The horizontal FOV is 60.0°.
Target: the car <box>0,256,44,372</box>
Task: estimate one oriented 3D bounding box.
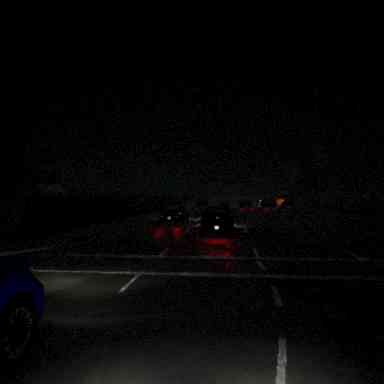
[{"bbox_3d":[-3.378,1.231,2.606,2.150,2.045,5.566,0,0,3],"label":"car"}]

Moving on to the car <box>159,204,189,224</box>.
[{"bbox_3d":[-1.350,1.639,25.613,1.812,1.442,4.674,0,0,6],"label":"car"}]

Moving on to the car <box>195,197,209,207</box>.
[{"bbox_3d":[1.742,1.597,55.109,2.097,1.767,4.553,0,0,6],"label":"car"}]

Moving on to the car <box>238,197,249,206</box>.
[{"bbox_3d":[9.549,1.761,62.246,1.882,1.535,5.008,0,0,6],"label":"car"}]

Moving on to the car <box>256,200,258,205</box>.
[{"bbox_3d":[13.029,1.775,61.869,2.128,1.511,4.902,0,0,6],"label":"car"}]

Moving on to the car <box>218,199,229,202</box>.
[{"bbox_3d":[5.128,1.807,53.919,1.994,1.385,4.181,0,0,6],"label":"car"}]

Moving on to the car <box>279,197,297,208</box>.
[{"bbox_3d":[15.693,1.798,53.955,2.033,1.411,5.357,0,0,6],"label":"car"}]

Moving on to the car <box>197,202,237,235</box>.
[{"bbox_3d":[1.538,1.594,19.668,1.837,1.490,4.892,0,0,6],"label":"car"}]

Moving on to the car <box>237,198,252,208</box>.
[{"bbox_3d":[8.563,1.720,53.129,1.882,1.535,5.008,0,0,6],"label":"car"}]

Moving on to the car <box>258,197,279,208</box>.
[{"bbox_3d":[12.043,1.720,52.753,1.882,1.535,5.008,0,0,6],"label":"car"}]

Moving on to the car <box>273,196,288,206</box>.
[{"bbox_3d":[16.653,1.642,62.821,2.097,1.767,4.553,0,0,6],"label":"car"}]
